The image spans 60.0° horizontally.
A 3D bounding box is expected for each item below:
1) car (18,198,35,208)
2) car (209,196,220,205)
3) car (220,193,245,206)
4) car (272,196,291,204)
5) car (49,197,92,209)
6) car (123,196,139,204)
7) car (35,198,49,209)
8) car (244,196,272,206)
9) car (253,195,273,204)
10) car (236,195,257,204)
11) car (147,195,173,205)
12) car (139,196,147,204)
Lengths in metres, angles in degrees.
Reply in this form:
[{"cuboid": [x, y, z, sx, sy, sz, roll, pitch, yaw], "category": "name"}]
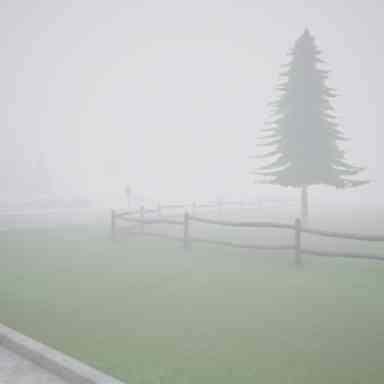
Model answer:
[{"cuboid": [-21.081, 1.479, 46.184, 2.033, 1.411, 5.357, 0, 0, 35], "category": "car"}, {"cuboid": [4.773, 1.447, 56.736, 2.128, 1.511, 4.902, 0, 0, 36], "category": "car"}, {"cuboid": [7.451, 1.181, 54.461, 2.150, 2.045, 5.566, 0, 0, 38], "category": "car"}, {"cuboid": [16.368, 1.514, 60.914, 2.033, 1.411, 5.357, 0, 0, 36], "category": "car"}, {"cuboid": [-15.100, 1.434, 42.531, 2.128, 1.511, 4.902, 0, 0, 35], "category": "car"}, {"cuboid": [-10.501, 1.437, 61.290, 1.837, 1.490, 4.892, 0, 0, 35], "category": "car"}, {"cuboid": [-18.108, 1.501, 44.328, 1.994, 1.385, 4.181, 0, 0, 35], "category": "car"}, {"cuboid": [10.574, 1.530, 52.811, 1.994, 1.385, 4.181, 0, 0, 36], "category": "car"}, {"cuboid": [13.547, 1.438, 62.986, 1.882, 1.535, 5.008, 0, 0, 36], "category": "car"}, {"cuboid": [10.726, 1.433, 65.058, 1.882, 1.535, 5.008, 0, 0, 36], "category": "car"}, {"cuboid": [-5.056, 1.468, 56.904, 1.812, 1.442, 4.674, 0, 0, 35], "category": "car"}, {"cuboid": [-6.867, 1.288, 60.379, 2.097, 1.767, 4.553, 0, 0, 36], "category": "car"}]
